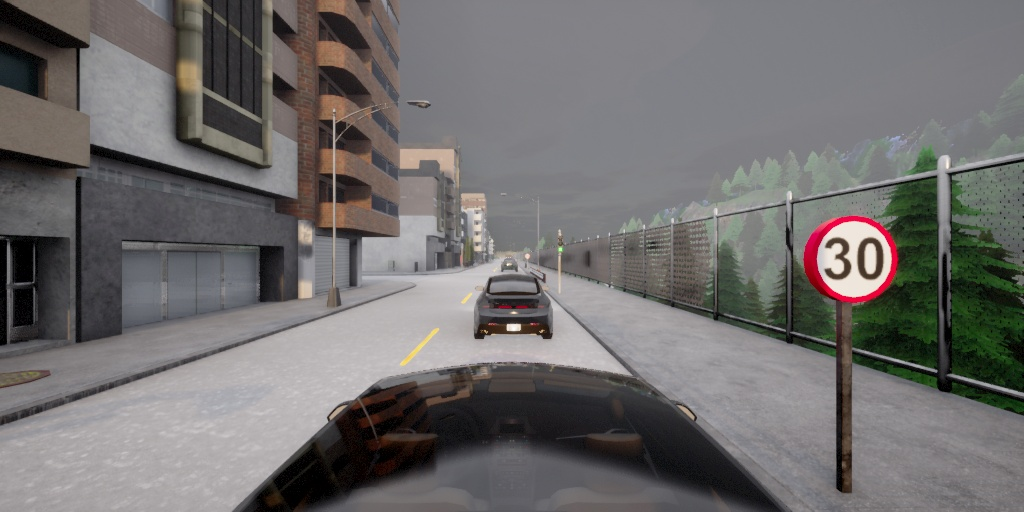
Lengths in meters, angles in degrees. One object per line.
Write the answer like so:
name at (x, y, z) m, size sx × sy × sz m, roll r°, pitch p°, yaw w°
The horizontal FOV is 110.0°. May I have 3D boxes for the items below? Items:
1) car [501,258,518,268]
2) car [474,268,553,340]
car at (-0.332, 1.102, 46.316) m, size 2.097 × 1.767 × 4.553 m, roll 0°, pitch 0°, yaw -1°
car at (0.016, 1.255, 9.951) m, size 1.837 × 1.490 × 4.892 m, roll 0°, pitch 0°, yaw 0°
